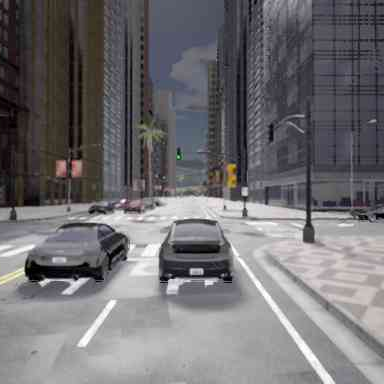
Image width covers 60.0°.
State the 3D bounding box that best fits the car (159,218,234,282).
[{"bbox_3d":[0.099,1.532,9.805,1.837,1.490,4.892,0,0,0],"label":"car"}]

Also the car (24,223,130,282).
[{"bbox_3d":[-3.148,1.592,9.908,1.994,1.385,4.181,0,0,0],"label":"car"}]

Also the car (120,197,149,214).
[{"bbox_3d":[-6.593,1.657,38.522,1.882,1.535,5.008,0,0,0],"label":"car"}]

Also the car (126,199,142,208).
[{"bbox_3d":[-9.749,1.858,56.238,1.994,1.385,4.181,0,0,1],"label":"car"}]

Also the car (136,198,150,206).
[{"bbox_3d":[-9.744,1.919,66.832,2.033,1.411,5.357,0,0,0],"label":"car"}]

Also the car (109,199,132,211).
[{"bbox_3d":[-9.828,1.719,46.352,2.128,1.511,4.902,0,0,0],"label":"car"}]

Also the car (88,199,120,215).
[{"bbox_3d":[-9.846,1.717,36.797,2.033,1.411,5.357,0,0,0],"label":"car"}]

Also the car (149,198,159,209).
[{"bbox_3d":[-6.565,1.594,48.559,2.097,1.767,4.553,0,0,0],"label":"car"}]

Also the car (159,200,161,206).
[{"bbox_3d":[-6.496,1.912,58.559,1.895,1.301,4.718,0,0,0],"label":"car"}]

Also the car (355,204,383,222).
[{"bbox_3d":[15.187,1.621,26.222,4.313,1.339,1.947,0,0,-1],"label":"car"}]
